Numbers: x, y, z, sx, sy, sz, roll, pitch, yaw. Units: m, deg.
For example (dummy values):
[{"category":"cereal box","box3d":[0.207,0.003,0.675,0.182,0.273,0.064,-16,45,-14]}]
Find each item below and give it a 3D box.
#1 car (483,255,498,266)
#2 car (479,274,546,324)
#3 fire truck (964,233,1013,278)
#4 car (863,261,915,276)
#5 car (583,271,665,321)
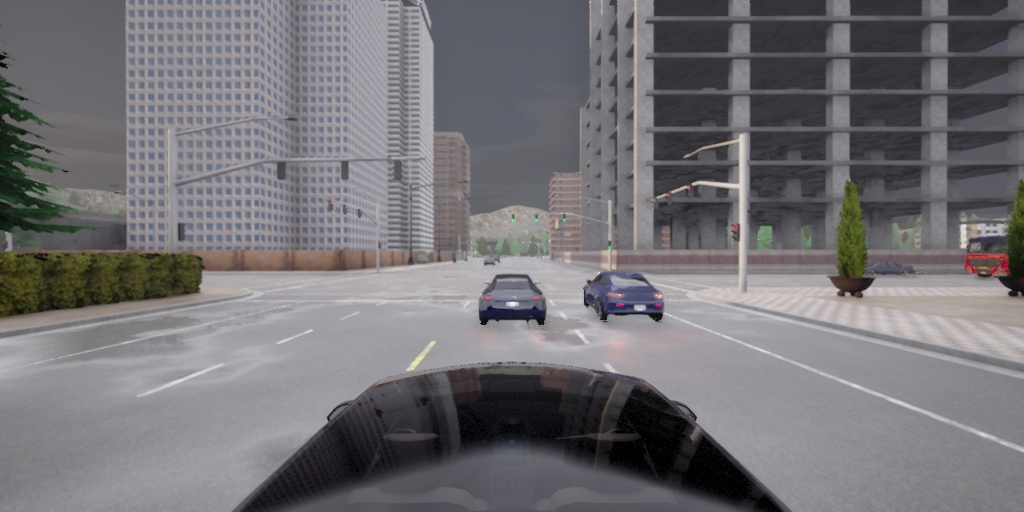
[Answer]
[{"category":"car","box3d":[-3.912,1.010,62.660,1.837,1.490,4.892,0,1,1]},{"category":"car","box3d":[0.003,1.274,11.809,1.994,1.385,4.181,0,0,0]},{"category":"fire truck","box3d":[43.589,-0.045,29.935,8.468,3.827,2.891,0,0,0]},{"category":"car","box3d":[34.238,1.158,33.521,5.357,1.411,2.033,0,0,0]},{"category":"car","box3d":[3.584,1.233,12.071,1.812,1.442,4.674,0,0,2]}]
